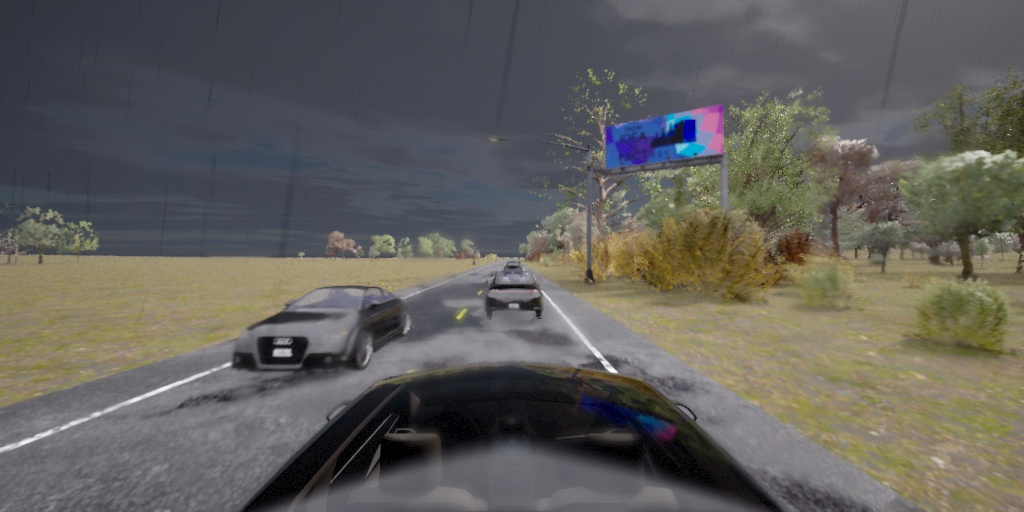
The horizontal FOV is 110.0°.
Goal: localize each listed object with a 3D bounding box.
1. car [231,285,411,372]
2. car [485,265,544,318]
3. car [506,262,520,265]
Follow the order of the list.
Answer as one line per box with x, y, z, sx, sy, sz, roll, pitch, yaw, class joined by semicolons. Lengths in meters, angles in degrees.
-3.585;1.327;7.599;1.994;1.385;4.181;0;0;0;car
0.081;1.268;13.002;2.128;1.511;4.902;0;0;0;car
0.099;1.331;35.789;1.837;1.490;4.892;0;0;0;car
